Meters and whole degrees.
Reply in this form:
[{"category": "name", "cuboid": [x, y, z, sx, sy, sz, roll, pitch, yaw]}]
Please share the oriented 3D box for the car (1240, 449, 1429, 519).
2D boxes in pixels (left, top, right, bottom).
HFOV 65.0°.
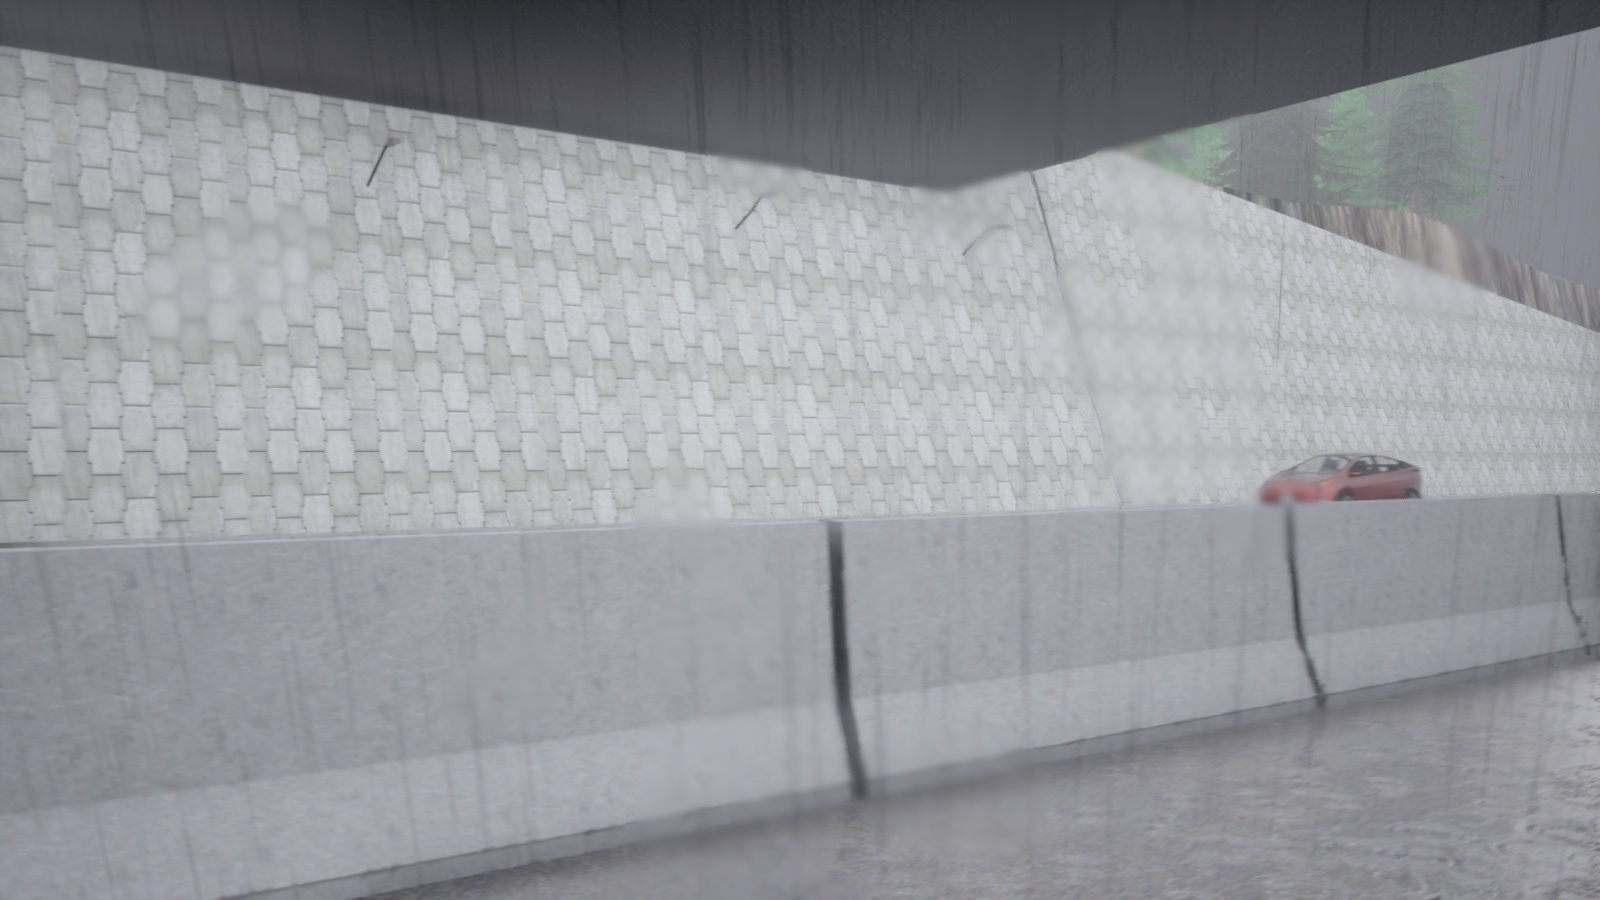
[{"category": "car", "cuboid": [12.602, 0.737, 29.518, 4.514, 1.525, 2.007, 0, 0, -35]}]
